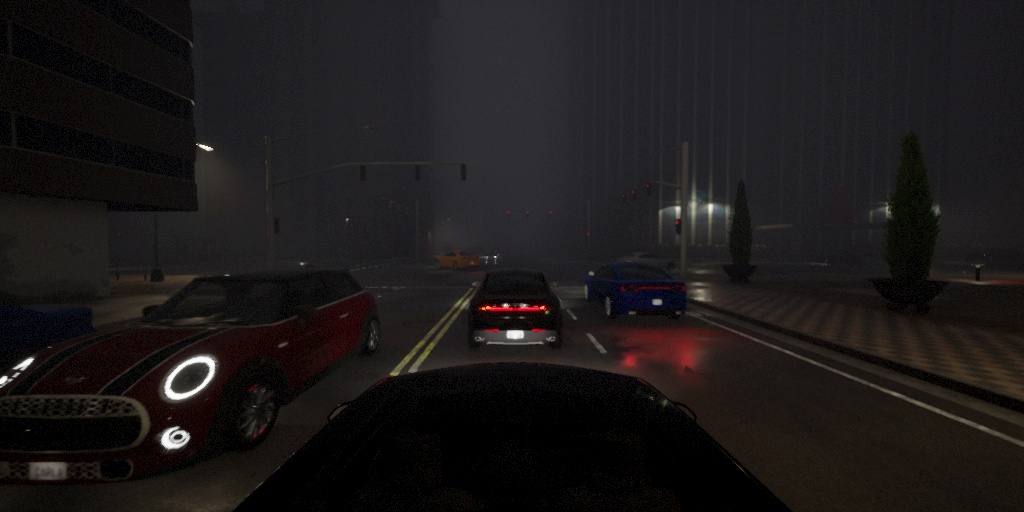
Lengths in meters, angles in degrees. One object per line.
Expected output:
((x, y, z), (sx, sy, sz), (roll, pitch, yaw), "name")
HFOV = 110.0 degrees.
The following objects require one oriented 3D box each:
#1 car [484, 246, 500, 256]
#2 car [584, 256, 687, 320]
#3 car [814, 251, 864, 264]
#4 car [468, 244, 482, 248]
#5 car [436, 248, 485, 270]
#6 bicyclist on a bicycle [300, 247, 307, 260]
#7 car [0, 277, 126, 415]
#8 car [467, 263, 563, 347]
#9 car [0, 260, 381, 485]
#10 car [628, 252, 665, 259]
((-3.541, -0.702, 62.998), (1.812, 1.442, 4.674), (0, 2, 1), "car")
((3.574, 0.920, 11.253), (1.882, 1.535, 5.008), (0, 1, 0), "car")
((35.301, 0.118, 38.754), (4.181, 1.385, 1.994), (0, 2, 0), "car")
((-7.040, -0.876, 63.006), (2.097, 1.767, 4.553), (0, 2, 0), "car")
((-4.608, 0.318, 29.891), (1.882, 1.535, 5.008), (0, 2, -37), "car")
((-26.424, -0.359, 45.411), (0.582, 1.620, 1.656), (0, 2, -1), "bicyclist on a bicycle")
((-7.089, 1.180, 3.175), (1.882, 1.535, 5.008), (0, 2, 0), "car")
((0.061, 1.032, 8.564), (1.837, 1.490, 4.892), (0, 2, 0), "car")
((-3.585, 0.995, 5.000), (2.097, 1.767, 4.553), (0, 2, 0), "car")
((10.258, 0.446, 27.424), (4.674, 1.442, 1.812), (-1, 1, -19), "car")
